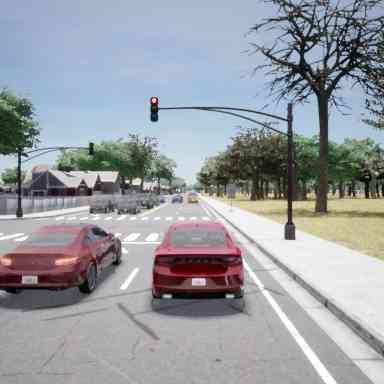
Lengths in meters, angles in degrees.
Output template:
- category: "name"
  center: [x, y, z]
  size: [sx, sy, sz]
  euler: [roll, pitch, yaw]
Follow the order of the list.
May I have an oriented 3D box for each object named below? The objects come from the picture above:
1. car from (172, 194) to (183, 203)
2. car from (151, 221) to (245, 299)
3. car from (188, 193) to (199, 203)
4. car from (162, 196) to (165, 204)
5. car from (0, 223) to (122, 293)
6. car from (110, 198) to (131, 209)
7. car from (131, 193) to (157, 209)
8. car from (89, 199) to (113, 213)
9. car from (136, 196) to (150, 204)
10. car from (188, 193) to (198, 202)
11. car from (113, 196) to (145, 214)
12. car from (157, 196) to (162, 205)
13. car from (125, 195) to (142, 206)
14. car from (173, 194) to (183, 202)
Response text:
- category: "car"
  center: [-2.989, 1.500, 66.330]
  size: [1.812, 1.442, 4.674]
  euler: [0, 0, 0]
- category: "car"
  center: [0.118, 1.477, 8.495]
  size: [1.882, 1.535, 5.008]
  euler: [0, 0, 0]
- category: "car"
  center: [0.256, 1.452, 65.923]
  size: [1.882, 1.535, 5.008]
  euler: [0, 0, 0]
- category: "car"
  center: [-6.383, 1.453, 65.168]
  size: [1.882, 1.535, 5.008]
  euler: [0, 0, 1]
- category: "car"
  center: [-3.129, 1.525, 8.706]
  size: [1.812, 1.442, 4.674]
  euler: [0, 0, 0]
- category: "car"
  center: [-9.736, 1.516, 45.502]
  size: [1.812, 1.442, 4.674]
  euler: [0, 0, 1]
- category: "car"
  center: [-6.487, 1.212, 44.709]
  size: [2.150, 2.045, 5.566]
  euler: [0, 0, 1]
- category: "car"
  center: [-9.759, 1.499, 36.369]
  size: [1.837, 1.490, 4.892]
  euler: [0, 0, 0]
- category: "car"
  center: [-9.620, 1.522, 66.007]
  size: [2.033, 1.411, 5.357]
  euler: [0, 0, 0]
- category: "car"
  center: [0.183, 1.191, 76.324]
  size: [2.150, 2.045, 5.566]
  euler: [0, 0, 0]
- category: "car"
  center: [-6.513, 1.499, 34.858]
  size: [1.837, 1.490, 4.892]
  euler: [0, 0, 0]
- category: "car"
  center: [-6.459, 1.489, 54.738]
  size: [1.837, 1.490, 4.892]
  euler: [0, 0, 0]
- category: "car"
  center: [-9.707, 1.335, 55.388]
  size: [2.097, 1.767, 4.553]
  euler: [0, 0, 0]
- category: "car"
  center: [-3.067, 1.321, 76.296]
  size: [2.097, 1.767, 4.553]
  euler: [0, 0, 0]
